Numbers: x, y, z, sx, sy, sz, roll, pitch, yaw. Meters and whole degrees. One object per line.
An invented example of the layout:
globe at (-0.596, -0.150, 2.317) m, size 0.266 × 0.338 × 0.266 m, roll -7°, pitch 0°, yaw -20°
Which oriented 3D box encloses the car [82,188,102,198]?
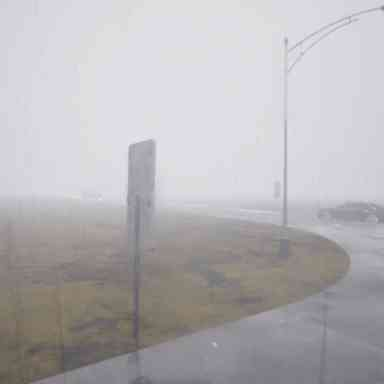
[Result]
car at (-16.537, 0.199, 55.195) m, size 2.097 × 1.767 × 4.553 m, roll 2°, pitch 0°, yaw -35°

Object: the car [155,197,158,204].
car at (-5.836, 0.683, 39.878) m, size 1.837 × 1.490 × 4.892 m, roll 2°, pitch 0°, yaw -35°

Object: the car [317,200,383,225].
car at (10.925, 1.330, 22.401) m, size 4.892 × 1.490 × 1.837 m, roll 2°, pitch 6°, yaw 43°
